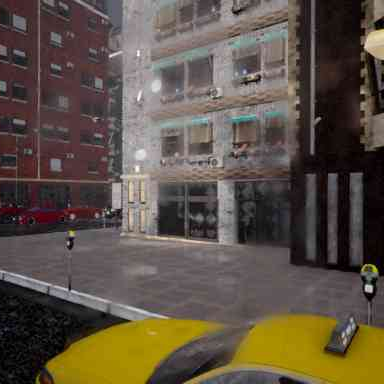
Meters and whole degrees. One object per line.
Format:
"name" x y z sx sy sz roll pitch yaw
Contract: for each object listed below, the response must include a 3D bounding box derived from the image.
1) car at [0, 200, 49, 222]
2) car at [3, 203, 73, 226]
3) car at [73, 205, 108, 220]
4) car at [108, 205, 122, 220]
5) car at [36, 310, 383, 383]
"car" -14.111 1.590 27.628 2.192 1.841 5.009 -1 -2 35
"car" -11.964 1.850 26.152 1.994 1.385 4.181 0 -1 35
"car" -10.813 1.923 32.266 1.887 1.381 4.507 -1 -2 35
"car" -6.407 1.681 33.972 2.150 2.045 5.566 0 -1 35
"car" 0.771 1.525 2.326 4.829 1.417 1.752 0 0 36
